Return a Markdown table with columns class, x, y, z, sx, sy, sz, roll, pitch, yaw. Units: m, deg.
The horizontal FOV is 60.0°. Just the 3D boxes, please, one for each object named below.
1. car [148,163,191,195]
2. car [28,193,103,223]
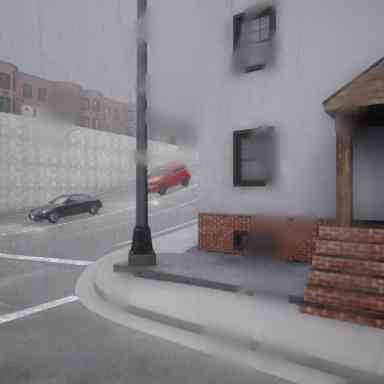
| class | x | y | z | sx | sy | sz | roll | pitch | yaw |
| --- | --- | --- | --- | --- | --- | --- | --- | --- | --- |
| car | -2.305 | -1.187 | 28.661 | 2.150 | 2.045 | 5.566 | 0 | 13 | 34 |
| car | -7.782 | 0.873 | 20.830 | 1.812 | 1.442 | 4.674 | 0 | 7 | 35 |
